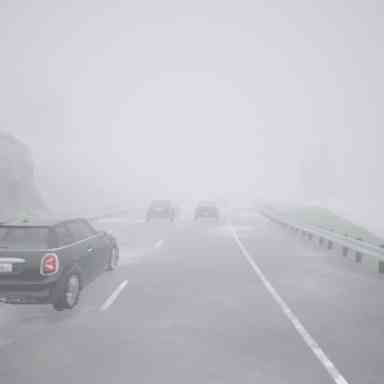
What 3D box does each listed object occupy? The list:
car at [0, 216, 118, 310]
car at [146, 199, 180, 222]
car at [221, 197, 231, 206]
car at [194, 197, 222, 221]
[{"bbox_3d":[-3.259,1.351,7.979,2.097,1.767,4.553,0,0,1],"label":"car"},{"bbox_3d":[-2.186,1.349,26.467,2.097,1.767,4.553,0,0,5],"label":"car"},{"bbox_3d":[5.282,1.501,55.005,2.163,1.488,4.792,0,0,11],"label":"car"},{"bbox_3d":[1.307,1.476,27.425,1.882,1.535,5.008,0,0,6],"label":"car"}]
